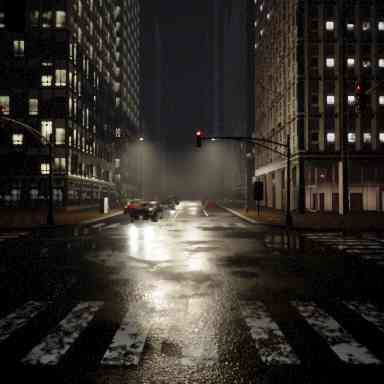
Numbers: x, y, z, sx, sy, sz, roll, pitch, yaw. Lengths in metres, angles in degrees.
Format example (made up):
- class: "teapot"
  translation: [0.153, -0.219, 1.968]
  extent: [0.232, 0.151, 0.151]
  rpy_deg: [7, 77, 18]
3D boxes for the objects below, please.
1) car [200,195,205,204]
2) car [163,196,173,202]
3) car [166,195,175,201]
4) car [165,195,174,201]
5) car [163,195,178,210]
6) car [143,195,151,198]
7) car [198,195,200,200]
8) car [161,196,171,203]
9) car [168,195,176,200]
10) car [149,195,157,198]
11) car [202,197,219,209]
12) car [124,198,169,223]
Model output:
- class: "car"
  translation: [2.676, 1.547, 56.360]
  extent: [1.752, 1.417, 4.829]
  rpy_deg: [1, 0, 0]
- class: "car"
  translation: [-5.717, 1.582, 78.419]
  extent: [2.008, 1.369, 4.403]
  rpy_deg: [1, 0, 0]
- class: "car"
  translation: [-5.723, 1.587, 89.569]
  extent: [2.008, 1.369, 4.403]
  rpy_deg: [1, 0, 0]
- class: "car"
  translation: [-5.720, 1.578, 83.994]
  extent: [1.887, 1.381, 4.507]
  rpy_deg: [1, 0, 0]
- class: "car"
  translation: [-3.120, 1.523, 42.462]
  extent: [1.837, 1.490, 4.892]
  rpy_deg: [0, 0, 0]
- class: "car"
  translation: [-5.691, 1.453, 33.818]
  extent: [1.967, 1.590, 4.097]
  rpy_deg: [1, 0, 0]
- class: "car"
  translation: [2.672, 1.590, 61.767]
  extent: [1.947, 1.339, 4.313]
  rpy_deg: [1, 0, 0]
- class: "car"
  translation: [-5.714, 1.573, 72.844]
  extent: [1.887, 1.381, 4.507]
  rpy_deg: [1, 0, 0]
- class: "car"
  translation: [-5.726, 1.605, 95.144]
  extent: [1.947, 1.339, 4.313]
  rpy_deg: [1, 0, 0]
- class: "car"
  translation: [-5.695, 1.332, 44.968]
  extent: [2.192, 1.841, 5.009]
  rpy_deg: [1, 0, 0]
- class: "car"
  translation: [2.680, 1.599, 45.034]
  extent: [1.802, 1.307, 4.206]
  rpy_deg: [1, 0, 0]
- class: "car"
  translation: [-3.374, 1.501, 25.567]
  extent: [2.128, 1.511, 4.902]
  rpy_deg: [0, 0, 4]
